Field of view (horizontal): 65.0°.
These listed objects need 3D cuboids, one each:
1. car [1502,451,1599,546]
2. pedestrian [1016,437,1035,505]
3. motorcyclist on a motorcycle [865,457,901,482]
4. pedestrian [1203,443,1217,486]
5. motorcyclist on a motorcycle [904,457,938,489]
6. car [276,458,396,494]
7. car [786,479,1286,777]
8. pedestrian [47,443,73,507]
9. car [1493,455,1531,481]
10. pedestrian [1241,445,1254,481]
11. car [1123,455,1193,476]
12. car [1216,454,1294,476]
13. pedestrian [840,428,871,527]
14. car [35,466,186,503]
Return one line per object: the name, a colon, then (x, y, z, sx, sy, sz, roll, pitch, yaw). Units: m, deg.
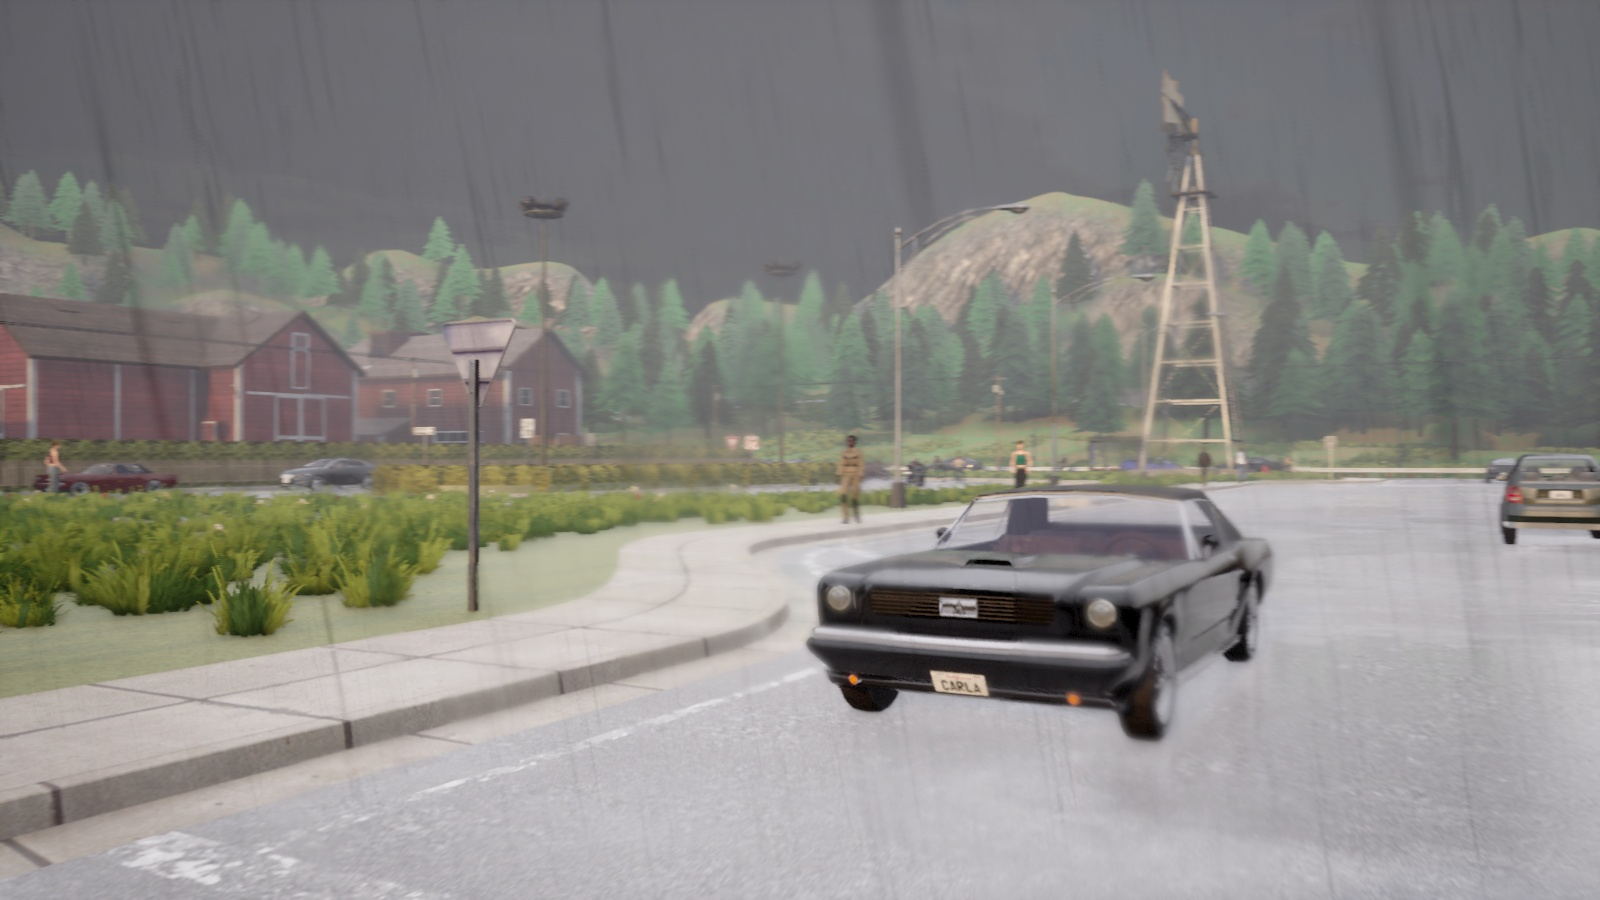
car: (13.448, 0.791, 22.179, 1.789, 1.549, 3.705, 0, 0, 29)
pedestrian: (6.191, 0.577, 34.472, 0.345, 1.836, 0.594, 0, 0, 27)
motorcyclist on a motorcycle: (5.271, 1.233, 79.947, 2.191, 1.530, 0.866, -1, 0, 40)
pedestrian: (17.741, 0.638, 54.308, 0.431, 1.840, 0.703, 0, 0, 29)
motorcyclist on a motorcycle: (6.045, 1.125, 62.507, 0.866, 1.530, 2.191, 0, 0, 29)
car: (-20.962, 1.146, 56.906, 2.128, 1.511, 4.902, 0, 0, 29)
car: (1.894, 0.888, 8.377, 1.895, 1.301, 4.718, 0, 0, 29)
pedestrian: (-21.610, 0.728, 36.682, 0.594, 1.836, 0.345, 0, 0, -42)
car: (40.324, 0.998, 71.184, 1.812, 1.442, 4.674, -1, 0, 29)
pedestrian: (22.890, 0.672, 64.222, 0.354, 1.836, 0.706, -1, 0, 40)
car: (25.781, 1.105, 90.416, 4.514, 1.525, 2.007, 0, 0, 30)
car: (32.776, 1.102, 90.451, 5.008, 1.535, 1.882, 0, 0, 30)
pedestrian: (1.101, 0.545, 24.878, 0.396, 1.930, 0.692, 0, 0, 23)
car: (-26.124, 1.261, 47.755, 1.895, 1.301, 4.718, 0, 0, 29)
